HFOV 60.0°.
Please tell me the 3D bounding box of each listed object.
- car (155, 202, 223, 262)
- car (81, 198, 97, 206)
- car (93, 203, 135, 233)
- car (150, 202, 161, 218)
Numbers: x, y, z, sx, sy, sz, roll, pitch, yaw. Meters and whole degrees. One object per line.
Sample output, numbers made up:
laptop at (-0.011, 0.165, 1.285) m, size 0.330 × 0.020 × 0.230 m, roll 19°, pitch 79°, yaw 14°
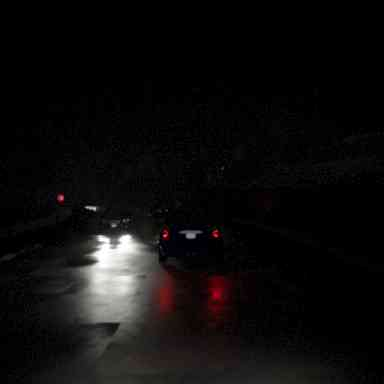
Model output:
car at (-0.134, 1.407, 12.524) m, size 2.097 × 1.767 × 4.553 m, roll 0°, pitch 0°, yaw -3°
car at (-18.386, 1.750, 59.178) m, size 2.128 × 1.511 × 4.902 m, roll 0°, pitch 0°, yaw -31°
car at (-4.568, 1.581, 20.517) m, size 2.128 × 1.511 × 4.902 m, roll 0°, pitch 0°, yaw -8°
car at (-2.836, 1.686, 31.628) m, size 2.033 × 1.411 × 5.357 m, roll 0°, pitch 0°, yaw -14°
